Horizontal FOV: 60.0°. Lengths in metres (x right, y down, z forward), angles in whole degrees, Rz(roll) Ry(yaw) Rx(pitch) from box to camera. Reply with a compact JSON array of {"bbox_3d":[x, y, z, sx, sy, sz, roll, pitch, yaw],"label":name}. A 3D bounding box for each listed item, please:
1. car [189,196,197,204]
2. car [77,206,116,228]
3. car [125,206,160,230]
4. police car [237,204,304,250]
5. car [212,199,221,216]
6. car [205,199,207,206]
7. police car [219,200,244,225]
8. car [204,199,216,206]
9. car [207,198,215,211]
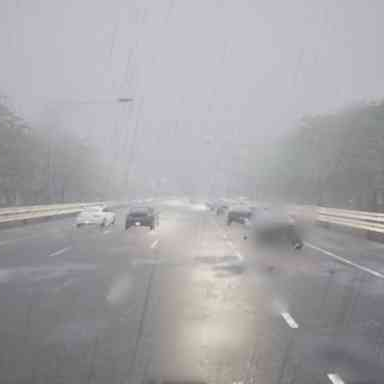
[{"bbox_3d":[0.313,2.341,83.660,2.033,1.411,5.357,0,-1,0],"label":"car"},{"bbox_3d":[-6.861,1.757,24.041,1.812,1.442,4.674,0,0,0],"label":"car"},{"bbox_3d":[-3.365,1.727,23.026,1.837,1.490,4.892,0,0,0],"label":"car"},{"bbox_3d":[3.518,1.571,15.311,1.930,1.638,5.238,0,-1,0],"label":"police car"},{"bbox_3d":[3.573,1.864,37.232,1.837,1.490,4.892,0,0,0],"label":"car"},{"bbox_3d":[3.690,1.924,59.132,2.097,1.767,4.553,0,-1,0],"label":"car"},{"bbox_3d":[3.545,1.678,26.296,1.930,1.638,5.238,0,-1,0],"label":"police car"},{"bbox_3d":[3.745,2.182,70.189,2.163,1.488,4.792,0,-1,0],"label":"car"},{"bbox_3d":[3.635,1.817,48.132,2.097,1.767,4.553,0,-1,0],"label":"car"}]
